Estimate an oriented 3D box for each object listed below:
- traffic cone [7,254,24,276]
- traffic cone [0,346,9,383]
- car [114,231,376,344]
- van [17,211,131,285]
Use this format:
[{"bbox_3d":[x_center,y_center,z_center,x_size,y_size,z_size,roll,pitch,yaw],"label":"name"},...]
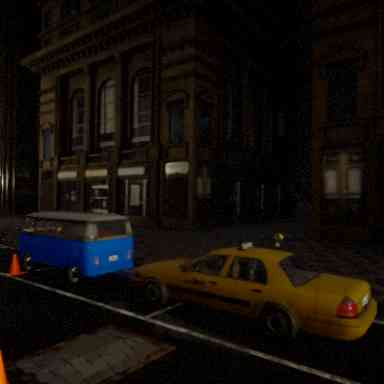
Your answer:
[{"bbox_3d":[-5.144,2.097,9.697,0.340,0.580,0.340,0,-1,37],"label":"traffic cone"},{"bbox_3d":[-2.156,2.011,3.691,0.340,0.580,0.340,0,-1,37],"label":"traffic cone"},{"bbox_3d":[0.810,1.653,6.519,4.829,1.417,1.752,0,-1,37],"label":"car"},{"bbox_3d":[-3.528,1.496,9.789,3.998,1.788,1.690,0,-1,37],"label":"van"}]
